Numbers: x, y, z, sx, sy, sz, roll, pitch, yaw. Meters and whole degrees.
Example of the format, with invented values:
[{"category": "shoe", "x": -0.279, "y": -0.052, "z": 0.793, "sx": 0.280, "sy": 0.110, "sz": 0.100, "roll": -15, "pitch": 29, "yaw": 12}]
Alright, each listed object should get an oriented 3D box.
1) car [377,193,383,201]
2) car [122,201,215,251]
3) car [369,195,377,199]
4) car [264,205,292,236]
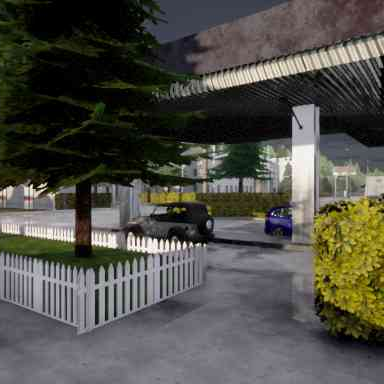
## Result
[{"category": "car", "x": 25.808, "y": 1.077, "z": 43.496, "sx": 1.905, "sy": 1.878, "sz": 3.866, "roll": 0, "pitch": 0, "yaw": 35}, {"category": "car", "x": -0.947, "y": 1.313, "z": 13.813, "sx": 3.866, "sy": 1.878, "sz": 1.905, "roll": 0, "pitch": 0, "yaw": 35}, {"category": "car", "x": 33.073, "y": 1.298, "z": 60.237, "sx": 2.007, "sy": 1.523, "sz": 4.514, "roll": 0, "pitch": 0, "yaw": 35}, {"category": "car", "x": 5.854, "y": 1.480, "z": 15.962, "sx": 4.611, "sy": 1.667, "sz": 2.242, "roll": 0, "pitch": 0, "yaw": 35}]
